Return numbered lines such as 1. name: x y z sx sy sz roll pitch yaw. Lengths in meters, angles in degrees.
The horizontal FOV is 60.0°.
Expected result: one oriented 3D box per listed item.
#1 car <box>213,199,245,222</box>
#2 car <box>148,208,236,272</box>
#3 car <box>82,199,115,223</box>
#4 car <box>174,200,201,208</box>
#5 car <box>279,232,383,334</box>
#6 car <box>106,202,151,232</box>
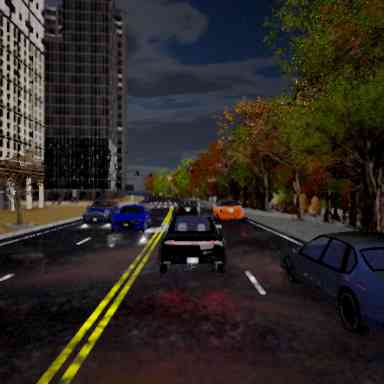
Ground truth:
1. car: 2.881 1.369 27.089 2.097 1.767 4.553 -3 1 -2
2. car: -0.005 1.514 10.821 2.128 1.511 4.902 0 0 -1
3. car: -7.017 1.406 26.082 2.097 1.767 4.553 0 0 -2
4. car: -0.363 1.407 27.362 2.097 1.767 4.553 0 0 -2
5. car: 3.348 1.529 6.726 2.033 1.411 5.357 -2 -1 -2
6. car: -3.611 1.519 20.444 1.882 1.535 5.008 0 0 -1
